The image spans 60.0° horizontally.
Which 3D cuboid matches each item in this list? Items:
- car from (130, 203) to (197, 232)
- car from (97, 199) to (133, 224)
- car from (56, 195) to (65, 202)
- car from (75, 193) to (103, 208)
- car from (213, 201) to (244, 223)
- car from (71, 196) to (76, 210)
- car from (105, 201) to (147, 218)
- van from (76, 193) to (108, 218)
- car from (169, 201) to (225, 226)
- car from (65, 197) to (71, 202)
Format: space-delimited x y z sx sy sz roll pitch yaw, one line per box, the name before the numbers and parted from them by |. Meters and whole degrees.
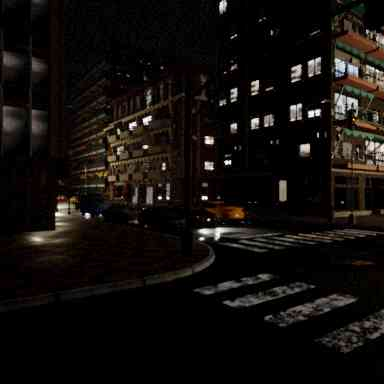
car | -1.803 1.523 19.755 1.802 1.307 4.206 0 0 -36
car | -5.009 1.456 24.215 1.752 1.417 4.829 0 0 -36
car | -28.067 1.356 70.628 1.967 1.590 4.097 0 0 -36
car | -14.828 1.146 47.784 2.150 2.045 5.566 0 0 -36
car | 1.668 1.440 24.843 1.882 1.535 5.008 0 0 -36
car | -12.120 1.425 38.556 1.837 1.490 4.892 0 0 -35
car | -6.048 1.535 30.092 1.895 1.301 4.718 0 0 -36
van | -8.415 1.263 28.952 1.690 1.788 3.998 0 0 -36
car | -0.145 1.515 21.878 1.994 1.385 4.181 0 0 -36
car | -21.553 1.443 61.570 1.752 1.417 4.829 0 0 -36
